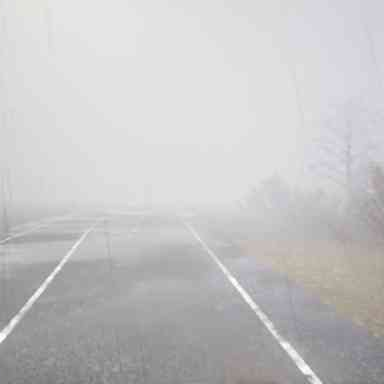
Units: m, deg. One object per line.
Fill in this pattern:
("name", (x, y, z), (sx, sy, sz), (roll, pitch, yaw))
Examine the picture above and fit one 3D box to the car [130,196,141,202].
("car", (-14.532, 1.802, 83.585), (1.837, 1.490, 4.892), (0, 0, -5))
